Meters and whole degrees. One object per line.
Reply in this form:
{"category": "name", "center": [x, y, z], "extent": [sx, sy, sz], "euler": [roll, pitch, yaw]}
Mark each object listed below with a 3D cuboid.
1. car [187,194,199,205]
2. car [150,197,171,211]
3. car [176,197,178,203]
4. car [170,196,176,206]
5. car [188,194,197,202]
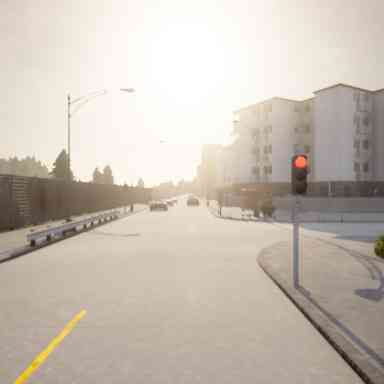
{"category": "car", "center": [0.178, 1.555, 57.965], "extent": [1.994, 1.385, 4.181], "euler": [0, 0, 0]}
{"category": "car", "center": [-4.038, 1.558, 41.390], "extent": [1.994, 1.385, 4.181], "euler": [0, 0, 0]}
{"category": "car", "center": [-3.913, 1.537, 68.329], "extent": [2.033, 1.411, 5.357], "euler": [0, 0, 0]}
{"category": "car", "center": [-4.018, 1.518, 52.961], "extent": [1.812, 1.442, 4.674], "euler": [0, 0, 1]}
{"category": "car", "center": [0.106, 1.344, 77.366], "extent": [2.097, 1.767, 4.553], "euler": [0, 0, 0]}
